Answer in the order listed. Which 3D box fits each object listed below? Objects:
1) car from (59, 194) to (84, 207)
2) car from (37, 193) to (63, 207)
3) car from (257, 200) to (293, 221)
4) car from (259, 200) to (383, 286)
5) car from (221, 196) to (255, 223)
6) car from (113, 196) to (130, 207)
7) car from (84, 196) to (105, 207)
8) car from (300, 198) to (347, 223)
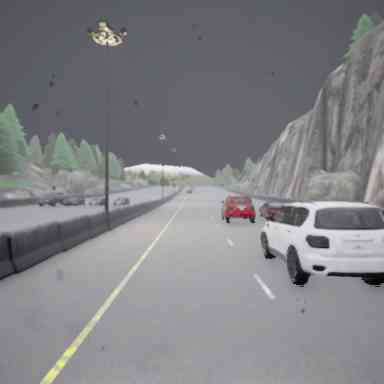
[{"bbox_3d":[-17.499,1.454,49.895,2.033,1.411,5.357,0,1,0],"label":"car"},{"bbox_3d":[-20.996,1.128,49.828,2.150,2.045,5.566,0,1,0],"label":"car"},{"bbox_3d":[7.120,1.545,29.106,1.882,1.535,5.008,0,0,0],"label":"car"},{"bbox_3d":[3.570,1.284,9.804,2.150,2.045,5.566,0,-1,0],"label":"car"},{"bbox_3d":[3.605,1.297,26.595,2.150,2.045,5.566,0,0,0],"label":"car"},{"bbox_3d":[-10.503,1.400,49.878,2.128,1.511,4.902,0,1,0],"label":"car"},{"bbox_3d":[-14.001,1.399,49.880,2.128,1.511,4.902,0,1,0],"label":"car"},{"bbox_3d":[10.609,1.424,27.217,2.097,1.767,4.553,0,0,1],"label":"car"}]
